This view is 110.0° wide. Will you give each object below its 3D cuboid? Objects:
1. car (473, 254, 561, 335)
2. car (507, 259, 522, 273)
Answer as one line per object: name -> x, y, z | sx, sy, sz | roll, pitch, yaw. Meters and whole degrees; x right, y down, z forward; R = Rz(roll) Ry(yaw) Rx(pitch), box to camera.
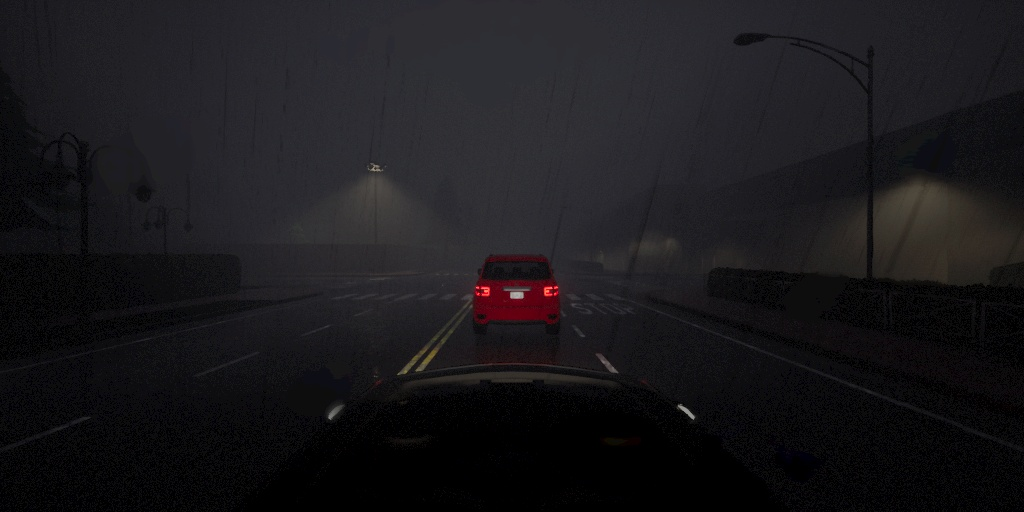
car -> 0.113, 0.971, 10.698 | 2.150, 2.045, 5.566 | 0, 0, 0
car -> 0.317, 1.227, 45.553 | 1.882, 1.535, 5.008 | 0, 0, 1
